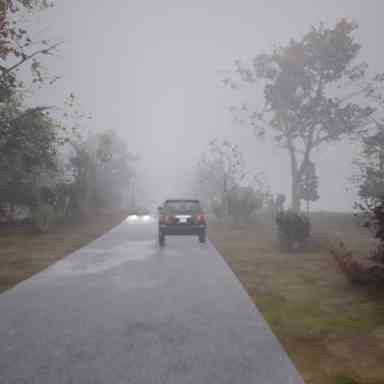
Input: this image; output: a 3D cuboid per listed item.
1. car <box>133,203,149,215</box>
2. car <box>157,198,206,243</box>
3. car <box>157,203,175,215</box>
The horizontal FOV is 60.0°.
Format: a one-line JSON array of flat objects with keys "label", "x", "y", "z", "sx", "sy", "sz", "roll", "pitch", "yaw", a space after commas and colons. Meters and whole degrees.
[{"label": "car", "x": -5.911, "y": 2.005, "z": 38.702, "sx": 1.895, "sy": 1.301, "sz": 4.718, "roll": 0, "pitch": -1, "yaw": -8}, {"label": "car", "x": -0.565, "y": 1.323, "z": 16.852, "sx": 2.150, "sy": 2.045, "sz": 5.566, "roll": 0, "pitch": -1, "yaw": -4}, {"label": "car", "x": -3.167, "y": 2.044, "z": 40.285, "sx": 1.895, "sy": 1.301, "sz": 4.718, "roll": 0, "pitch": -1, "yaw": -8}]
